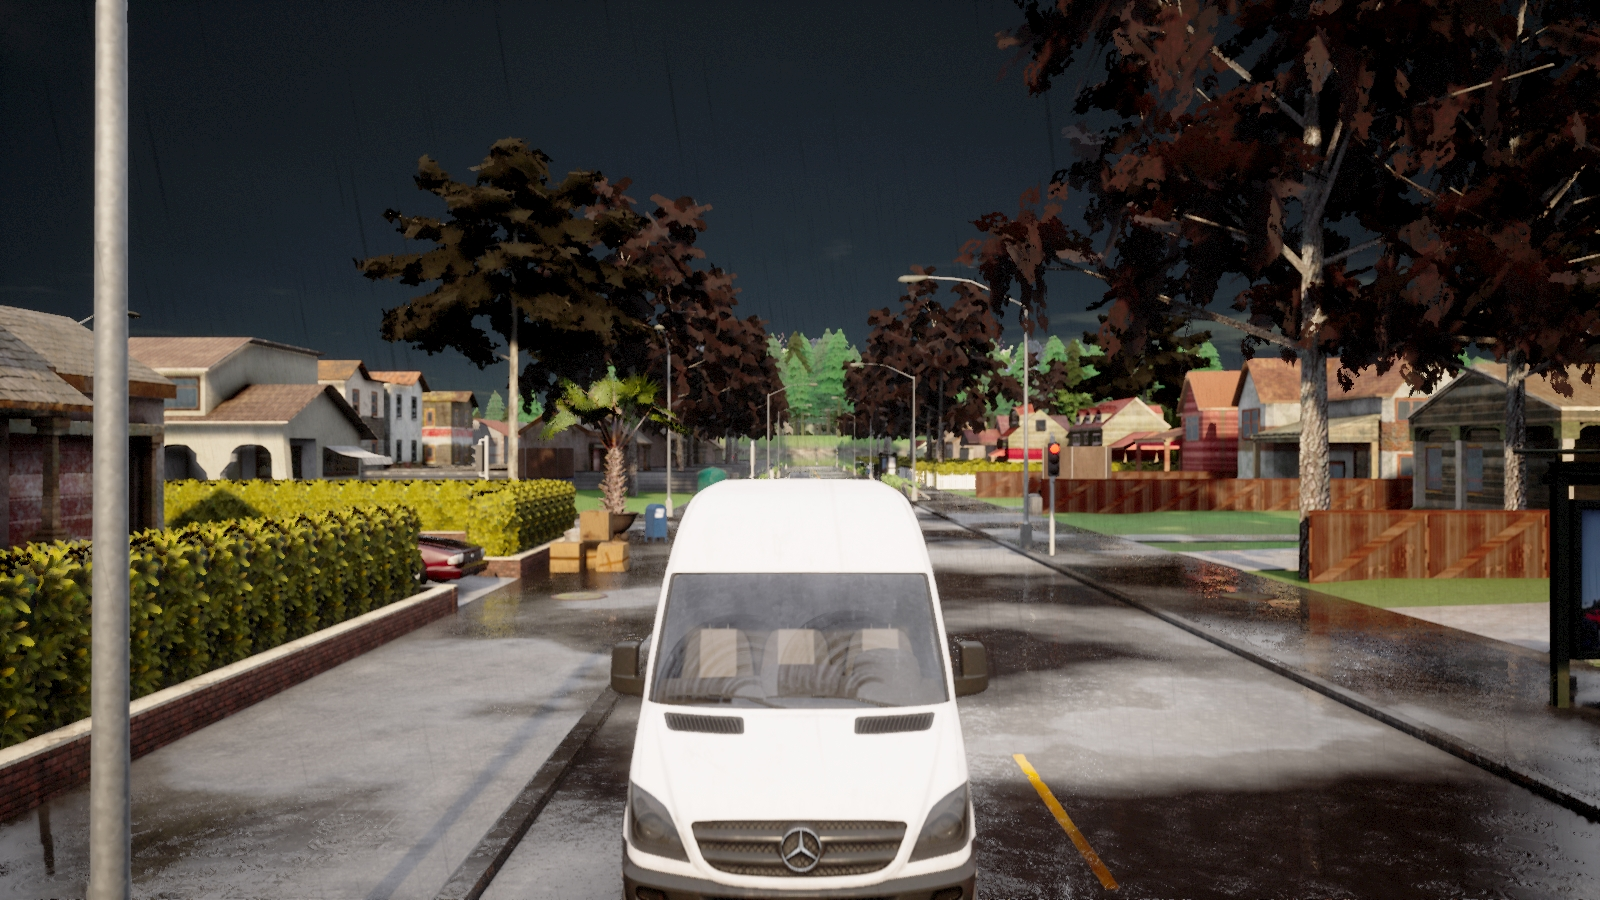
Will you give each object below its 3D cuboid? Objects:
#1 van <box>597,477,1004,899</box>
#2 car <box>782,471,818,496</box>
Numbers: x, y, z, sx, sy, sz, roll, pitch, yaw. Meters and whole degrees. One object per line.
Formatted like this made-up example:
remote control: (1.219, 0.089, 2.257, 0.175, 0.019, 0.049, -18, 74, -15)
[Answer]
van: (0.002, 1.551, 8.534, 1.988, 2.561, 5.915, 0, 0, 0)
car: (-0.006, 2.182, 74.498, 2.231, 1.480, 4.892, 0, 0, 0)
